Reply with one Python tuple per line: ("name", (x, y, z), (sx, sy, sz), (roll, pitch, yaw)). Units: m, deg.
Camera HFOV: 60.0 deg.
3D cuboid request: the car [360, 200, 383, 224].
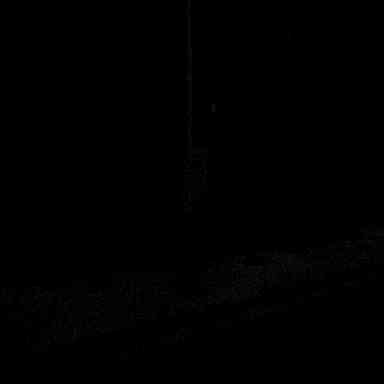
("car", (12.659, 1.358, 23.795), (2.128, 1.511, 4.902), (0, 1, -31))
